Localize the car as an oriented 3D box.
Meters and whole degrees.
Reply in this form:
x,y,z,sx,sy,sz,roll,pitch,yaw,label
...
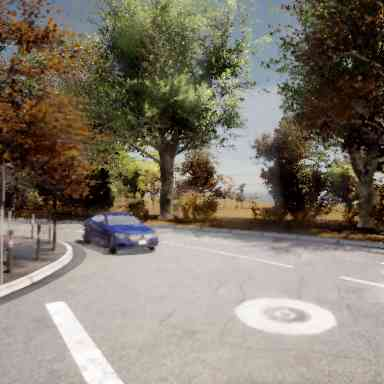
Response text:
x,y,z,sx,sy,sz,roll,pitch,yaw,label
-3.098,1.549,13.826,1.812,1.442,4.674,1,-1,-35,car
